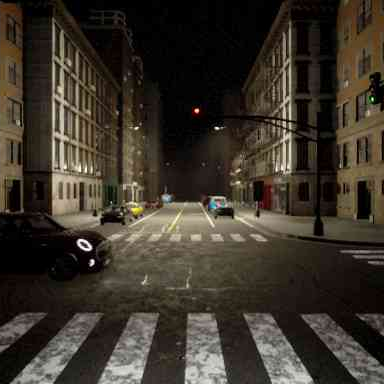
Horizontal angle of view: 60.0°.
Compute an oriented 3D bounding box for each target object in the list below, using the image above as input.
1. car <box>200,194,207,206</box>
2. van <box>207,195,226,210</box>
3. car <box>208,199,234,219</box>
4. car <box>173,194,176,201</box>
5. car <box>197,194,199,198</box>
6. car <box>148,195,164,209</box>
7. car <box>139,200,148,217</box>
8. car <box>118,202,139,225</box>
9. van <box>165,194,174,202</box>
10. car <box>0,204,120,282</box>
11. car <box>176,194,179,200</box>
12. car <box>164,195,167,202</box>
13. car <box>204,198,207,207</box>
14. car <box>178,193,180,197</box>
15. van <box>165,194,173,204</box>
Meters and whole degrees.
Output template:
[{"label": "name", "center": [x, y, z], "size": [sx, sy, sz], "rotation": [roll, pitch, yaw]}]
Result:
[{"label": "car", "center": [2.773, 1.366, 50.886], "size": [2.192, 1.841, 5.009], "rotation": [0, 0, 0]}, {"label": "van", "center": [2.728, 1.376, 34.667], "size": [1.690, 1.788, 3.998], "rotation": [0, 0, 0]}, {"label": "car", "center": [2.713, 1.580, 29.261], "size": [2.008, 1.369, 4.403], "rotation": [0, 0, 0]}, {"label": "car", "center": [-5.253, 1.389, 72.529], "size": [2.192, 1.841, 5.009], "rotation": [0, 0, 0]}, {"label": "car", "center": [2.863, 1.630, 83.323], "size": [1.887, 1.381, 4.507], "rotation": [0, 0, 0]}, {"label": "car", "center": [-5.296, 1.485, 45.499], "size": [1.967, 1.590, 4.097], "rotation": [0, 0, 0]}, {"label": "car", "center": [-5.322, 1.554, 29.110], "size": [1.752, 1.417, 4.829], "rotation": [0, 0, 0]}, {"label": "car", "center": [-5.330, 1.574, 23.874], "size": [2.008, 1.369, 4.403], "rotation": [0, 0, 0]}, {"label": "van", "center": [-5.244, 1.420, 77.936], "size": [1.690, 1.788, 3.998], "rotation": [0, 0, 0]}, {"label": "car", "center": [-4.604, 1.342, 9.253], "size": [4.553, 1.767, 2.097], "rotation": [0, 0, 0]}, {"label": "car", "center": [-5.227, 1.641, 88.748], "size": [2.008, 1.369, 4.403], "rotation": [0, 0, 0]}, {"label": "car", "center": [-5.288, 1.576, 50.734], "size": [1.752, 1.417, 4.829], "rotation": [0, 0, 0]}, {"label": "car", "center": [2.743, 1.622, 40.073], "size": [1.802, 1.307, 4.206], "rotation": [0, 0, 0]}, {"label": "car", "center": [-5.218, 1.410, 94.155], "size": [2.192, 1.841, 5.009], "rotation": [0, 0, 0]}, {"label": "van", "center": [-5.261, 1.409, 67.123], "size": [1.690, 1.788, 3.998], "rotation": [0, 0, 0]}]
